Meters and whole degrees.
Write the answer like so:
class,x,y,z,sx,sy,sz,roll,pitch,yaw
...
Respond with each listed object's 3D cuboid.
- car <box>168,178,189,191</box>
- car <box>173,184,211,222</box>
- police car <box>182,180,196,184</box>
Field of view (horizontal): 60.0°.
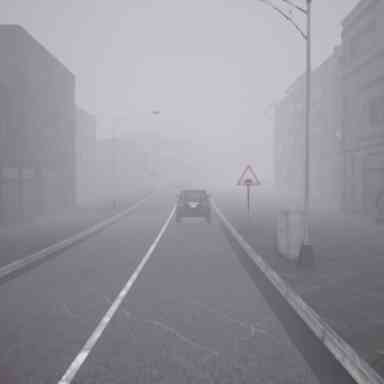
class,x,y,z,sx,sy,sz,roll,pitch,yaw
car,-1.884,-1.223,53.180,2.150,2.045,5.566,0,3,19
car,0.095,0.757,21.913,2.150,2.045,5.566,0,3,0
police car,0.106,-0.256,41.094,1.930,1.638,5.238,0,4,1
